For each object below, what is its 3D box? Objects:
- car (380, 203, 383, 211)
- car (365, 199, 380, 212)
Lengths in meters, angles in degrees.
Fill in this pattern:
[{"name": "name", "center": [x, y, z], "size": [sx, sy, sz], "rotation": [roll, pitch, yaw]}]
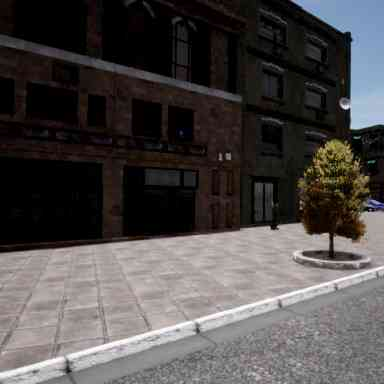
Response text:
[{"name": "car", "center": [20.947, 1.570, 39.206], "size": [1.812, 1.442, 4.674], "rotation": [1, -1, -18]}, {"name": "car", "center": [18.698, 1.568, 38.129], "size": [1.947, 1.339, 4.313], "rotation": [1, -1, -17]}]
